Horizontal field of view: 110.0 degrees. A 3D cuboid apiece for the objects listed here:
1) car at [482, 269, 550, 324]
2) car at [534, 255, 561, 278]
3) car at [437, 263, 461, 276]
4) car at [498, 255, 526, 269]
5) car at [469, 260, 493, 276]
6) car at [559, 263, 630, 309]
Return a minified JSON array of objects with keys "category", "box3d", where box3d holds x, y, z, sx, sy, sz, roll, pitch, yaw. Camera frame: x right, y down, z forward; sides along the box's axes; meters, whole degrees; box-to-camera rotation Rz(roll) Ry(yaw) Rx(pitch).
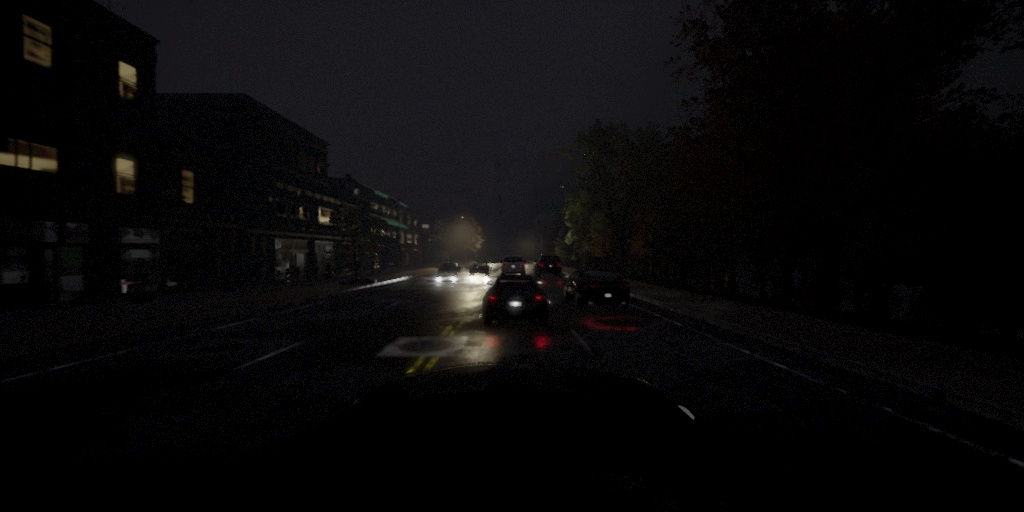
[{"category":"car","box3d":[0.105,1.312,11.996,1.994,1.385,4.181,0,0,0]},{"category":"car","box3d":[3.365,0.965,33.769,2.150,2.045,5.566,0,0,0]},{"category":"car","box3d":[-6.576,1.344,37.783,1.895,1.301,4.718,0,0,0]},{"category":"car","box3d":[0.115,0.965,33.762,2.150,2.045,5.566,0,0,0]},{"category":"car","box3d":[-3.328,1.344,37.599,1.895,1.301,4.718,0,0,0]},{"category":"car","box3d":[3.356,1.225,14.982,1.882,1.535,5.008,0,0,0]}]
